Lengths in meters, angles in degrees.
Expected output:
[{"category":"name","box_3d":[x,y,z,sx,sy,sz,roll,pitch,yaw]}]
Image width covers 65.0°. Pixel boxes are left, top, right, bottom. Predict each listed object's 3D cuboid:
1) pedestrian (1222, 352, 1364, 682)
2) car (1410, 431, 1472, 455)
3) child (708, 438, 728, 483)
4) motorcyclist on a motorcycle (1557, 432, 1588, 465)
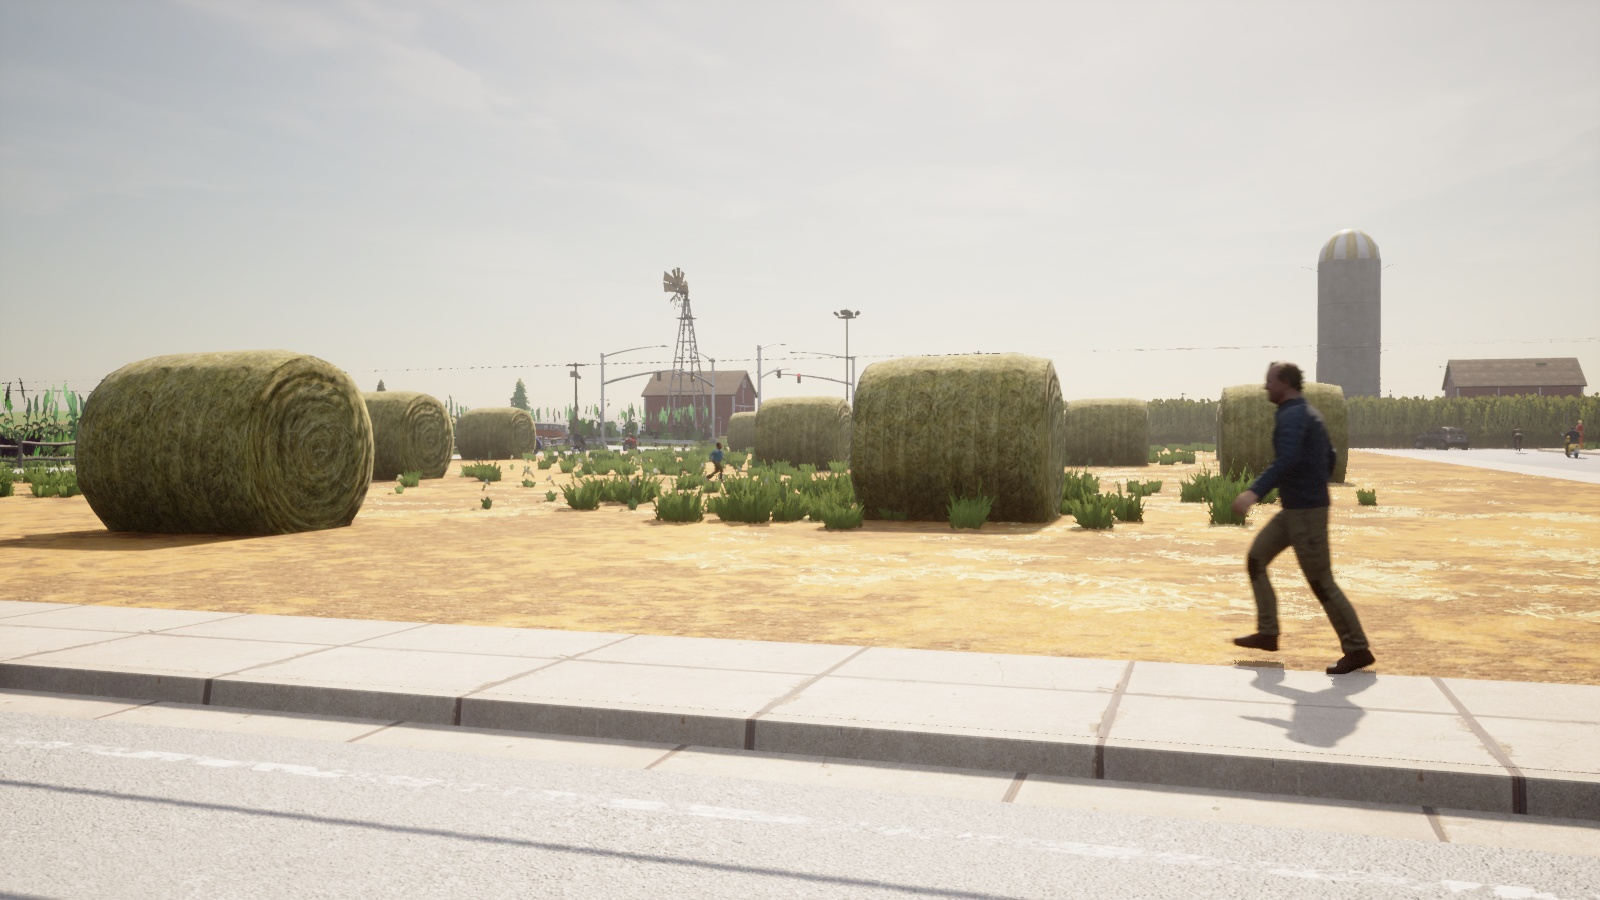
[{"category":"pedestrian","box_3d":[2.882,0.368,7.346,0.726,1.842,0.402,1,1,26]},{"category":"car","box_3d":[44.433,-0.511,87.120,1.851,1.617,3.988,0,1,-8]},{"category":"child","box_3d":[-2.210,0.283,33.779,0.448,1.192,0.343,0,1,17]},{"category":"motorcyclist on a motorcycle","box_3d":[38.355,-0.102,62.385,0.866,1.590,1.817,1,1,18]}]
